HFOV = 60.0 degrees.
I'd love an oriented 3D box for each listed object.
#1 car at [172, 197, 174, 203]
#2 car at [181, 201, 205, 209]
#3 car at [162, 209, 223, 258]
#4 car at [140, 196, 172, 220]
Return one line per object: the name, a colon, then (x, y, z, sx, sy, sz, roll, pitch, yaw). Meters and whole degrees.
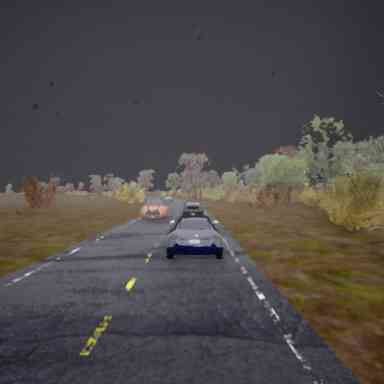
car: (-4.797, 1.614, 69.934, 1.812, 1.442, 4.674, 0, 0, -4)
car: (0.069, 1.542, 29.065, 1.837, 1.490, 4.892, 0, 0, 0)
car: (0.088, 1.579, 12.804, 1.994, 1.385, 4.181, 0, 0, 0)
car: (-3.137, 1.389, 28.716, 2.097, 1.767, 4.553, 0, 0, 0)
